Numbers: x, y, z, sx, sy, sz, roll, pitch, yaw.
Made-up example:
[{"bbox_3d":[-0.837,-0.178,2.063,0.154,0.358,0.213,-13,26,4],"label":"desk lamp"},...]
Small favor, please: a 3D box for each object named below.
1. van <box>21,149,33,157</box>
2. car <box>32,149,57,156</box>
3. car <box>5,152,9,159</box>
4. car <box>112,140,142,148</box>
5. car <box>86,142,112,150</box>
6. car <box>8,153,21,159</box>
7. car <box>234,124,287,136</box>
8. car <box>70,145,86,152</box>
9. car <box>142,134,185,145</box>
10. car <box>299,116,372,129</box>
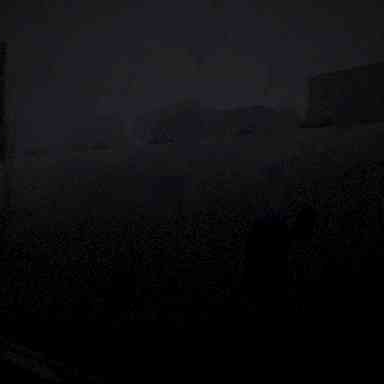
[{"bbox_3d":[-26.585,-6.189,56.046,4.442,1.987,1.878,2,1,43],"label":"van"},{"bbox_3d":[-22.656,-5.795,52.358,4.892,1.521,2.231,2,2,43],"label":"car"},{"bbox_3d":[-34.699,-6.541,63.658,5.566,2.045,2.435,2,1,43],"label":"car"},{"bbox_3d":[-6.465,-5.025,37.169,4.674,1.452,2.002,3,2,43],"label":"car"},{"bbox_3d":[-10.598,-5.384,41.048,4.553,1.767,2.185,3,2,43],"label":"car"},{"bbox_3d":[-30.704,-6.092,59.910,4.674,1.452,2.002,2,1,43],"label":"car"},{"bbox_3d":[5.514,-4.504,25.930,4.892,1.521,2.231,3,2,43],"label":"car"},{"bbox_3d":[-14.622,-5.567,44.823,4.553,1.767,2.185,3,2,43],"label":"car"},{"bbox_3d":[-2.457,-5.005,33.410,4.553,1.767,2.185,3,2,43],"label":"car"},{"bbox_3d":[9.543,-4.302,22.162,4.892,1.521,2.231,3,2,43],"label":"car"}]
